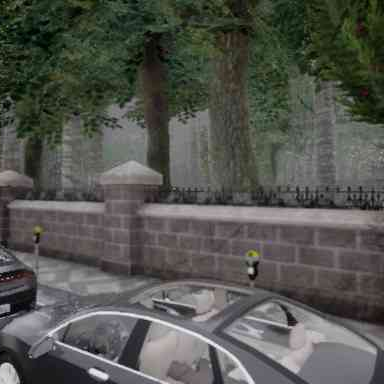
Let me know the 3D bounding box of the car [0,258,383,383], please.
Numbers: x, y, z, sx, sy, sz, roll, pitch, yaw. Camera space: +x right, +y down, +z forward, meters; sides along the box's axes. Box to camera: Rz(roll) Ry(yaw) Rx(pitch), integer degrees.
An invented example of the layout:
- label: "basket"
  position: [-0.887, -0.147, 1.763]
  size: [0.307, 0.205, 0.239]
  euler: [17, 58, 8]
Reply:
- label: "car"
  position: [-0.222, 1.548, 3.123]
  size: [4.403, 1.369, 2.008]
  euler: [0, 0, 36]

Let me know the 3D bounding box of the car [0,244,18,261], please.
- label: "car"
  position: [-4.664, 1.541, 6.293]
  size: [4.403, 1.369, 2.008]
  euler: [0, 0, 36]
